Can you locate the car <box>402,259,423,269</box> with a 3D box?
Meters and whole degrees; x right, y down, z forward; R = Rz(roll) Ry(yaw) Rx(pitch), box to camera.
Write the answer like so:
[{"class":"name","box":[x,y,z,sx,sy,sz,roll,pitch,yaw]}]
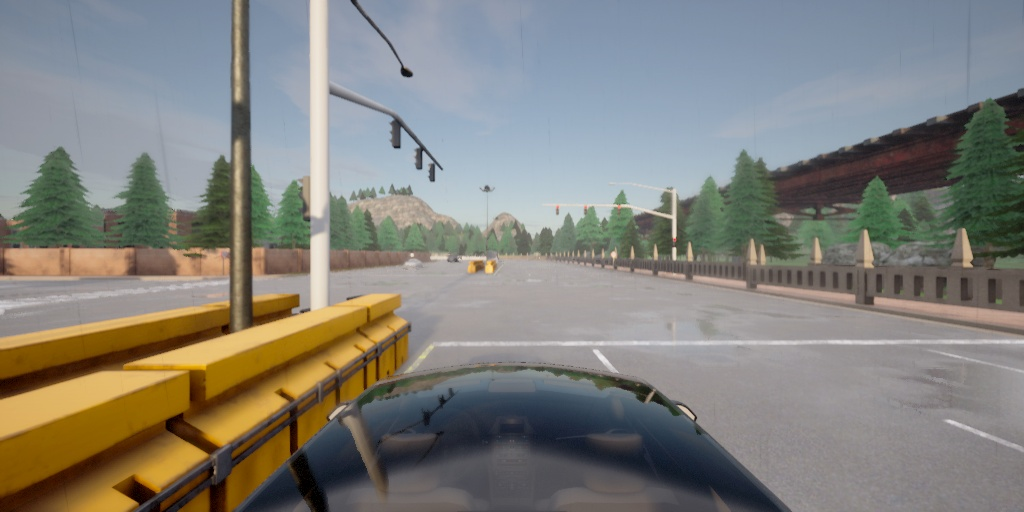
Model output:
[{"class":"car","box":[-14.014,1.154,50.967,1.812,1.442,4.674,0,1,0]}]
